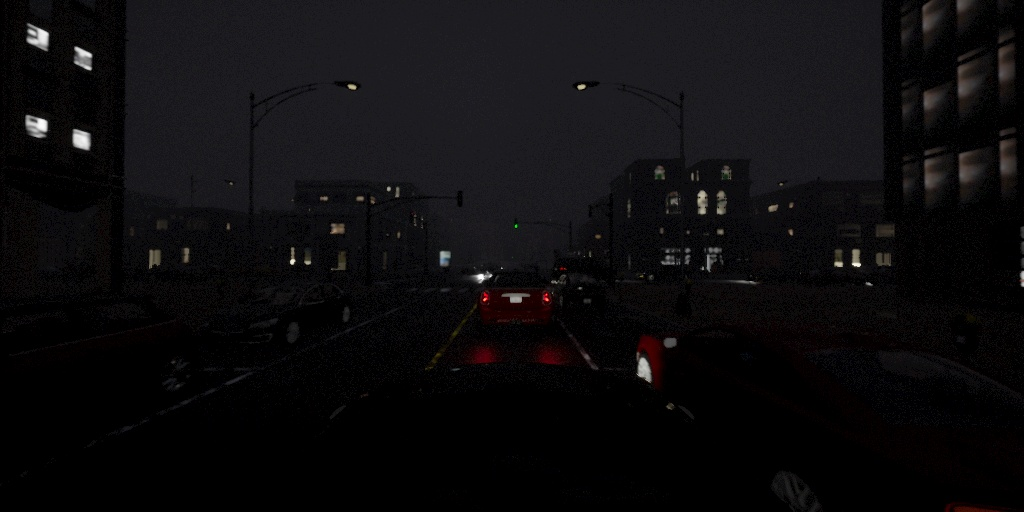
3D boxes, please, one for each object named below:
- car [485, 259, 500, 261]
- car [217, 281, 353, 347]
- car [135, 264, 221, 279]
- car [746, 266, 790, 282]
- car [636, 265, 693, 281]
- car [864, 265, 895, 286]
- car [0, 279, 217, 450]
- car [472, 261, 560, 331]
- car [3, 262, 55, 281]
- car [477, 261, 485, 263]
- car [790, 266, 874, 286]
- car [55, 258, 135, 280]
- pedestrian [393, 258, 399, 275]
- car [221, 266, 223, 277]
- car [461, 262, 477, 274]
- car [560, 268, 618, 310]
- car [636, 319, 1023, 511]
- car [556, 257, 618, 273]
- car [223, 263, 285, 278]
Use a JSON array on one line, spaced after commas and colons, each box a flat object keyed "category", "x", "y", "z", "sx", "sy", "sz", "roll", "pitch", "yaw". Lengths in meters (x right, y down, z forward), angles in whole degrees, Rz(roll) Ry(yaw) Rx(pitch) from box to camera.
[{"category": "car", "x": -3.064, "y": 1.651, "z": 56.321, "sx": 1.994, "sy": 1.385, "sz": 4.181, "roll": 0, "pitch": 0, "yaw": 0}, {"category": "car", "x": -5.689, "y": 1.347, "z": 9.317, "sx": 2.007, "sy": 1.370, "sz": 4.403, "roll": 0, "pitch": 0, "yaw": 0}, {"category": "car", "x": -25.412, "y": 1.331, "z": 27.397, "sx": 4.403, "sy": 1.370, "sz": 2.007, "roll": 0, "pitch": 0, "yaw": 1}, {"category": "car", "x": 23.635, "y": 1.632, "z": 32.427, "sx": 4.181, "sy": 1.385, "sz": 1.994, "roll": 0, "pitch": -1, "yaw": 2}, {"category": "car", "x": 13.789, "y": 1.525, "z": 32.580, "sx": 4.892, "sy": 1.490, "sz": 1.837, "roll": 0, "pitch": -1, "yaw": 1}, {"category": "car", "x": 29.180, "y": 1.469, "z": 26.551, "sx": 4.097, "sy": 1.591, "sz": 1.967, "roll": 0, "pitch": 0, "yaw": 1}, {"category": "car", "x": -5.689, "y": 1.201, "z": 3.625, "sx": 1.967, "sy": 1.591, "sz": 4.097, "roll": 0, "pitch": 0, "yaw": 0}, {"category": "car", "x": 0.102, "y": 1.160, "z": 11.329, "sx": 2.097, "sy": 1.767, "sz": 4.553, "roll": 0, "pitch": 0, "yaw": 0}, {"category": "car", "x": -36.485, "y": 1.285, "z": 27.569, "sx": 4.403, "sy": 1.370, "sz": 2.007, "roll": 0, "pitch": 0, "yaw": 1}, {"category": "car", "x": -3.069, "y": 1.625, "z": 46.254, "sx": 1.895, "sy": 1.301, "sz": 4.718, "roll": 0, "pitch": 0, "yaw": -1}, {"category": "car", "x": 23.645, "y": 1.583, "z": 26.601, "sx": 4.207, "sy": 1.307, "sz": 1.802, "roll": 0, "pitch": 0, "yaw": 1}, {"category": "car", "x": -30.949, "y": 1.072, "z": 27.483, "sx": 5.009, "sy": 1.841, "sz": 2.192, "roll": 0, "pitch": 0, "yaw": 1}, {"category": "pedestrian", "x": -12.548, "y": 1.106, "z": 38.536, "sx": 0.375, "sy": 1.860, "sz": 0.375, "roll": 0, "pitch": -1, "yaw": 1}, {"category": "car", "x": -30.817, "y": 1.436, "z": 35.862, "sx": 4.207, "sy": 1.307, "sz": 1.802, "roll": 0, "pitch": 0, "yaw": 1}, {"category": "car", "x": -5.686, "y": 1.614, "z": 47.395, "sx": 1.802, "sy": 1.307, "sz": 4.207, "roll": 0, "pitch": 0, "yaw": 0}, {"category": "car", "x": 2.692, "y": 1.382, "z": 14.991, "sx": 2.007, "sy": 1.370, "sz": 4.403, "roll": 0, "pitch": 0, "yaw": 0}, {"category": "car", "x": 2.691, "y": 1.307, "z": 3.607, "sx": 1.888, "sy": 1.381, "sz": 4.507, "roll": 0, "pitch": 0, "yaw": 0}, {"category": "car", "x": 5.927, "y": 1.153, "z": 29.159, "sx": 5.566, "sy": 2.045, "sz": 2.150, "roll": 1, "pitch": -2, "yaw": -23}, {"category": "car", "x": -25.451, "y": 1.402, "z": 35.779, "sx": 4.829, "sy": 1.417, "sz": 1.751, "roll": 0, "pitch": 0, "yaw": 1}]
